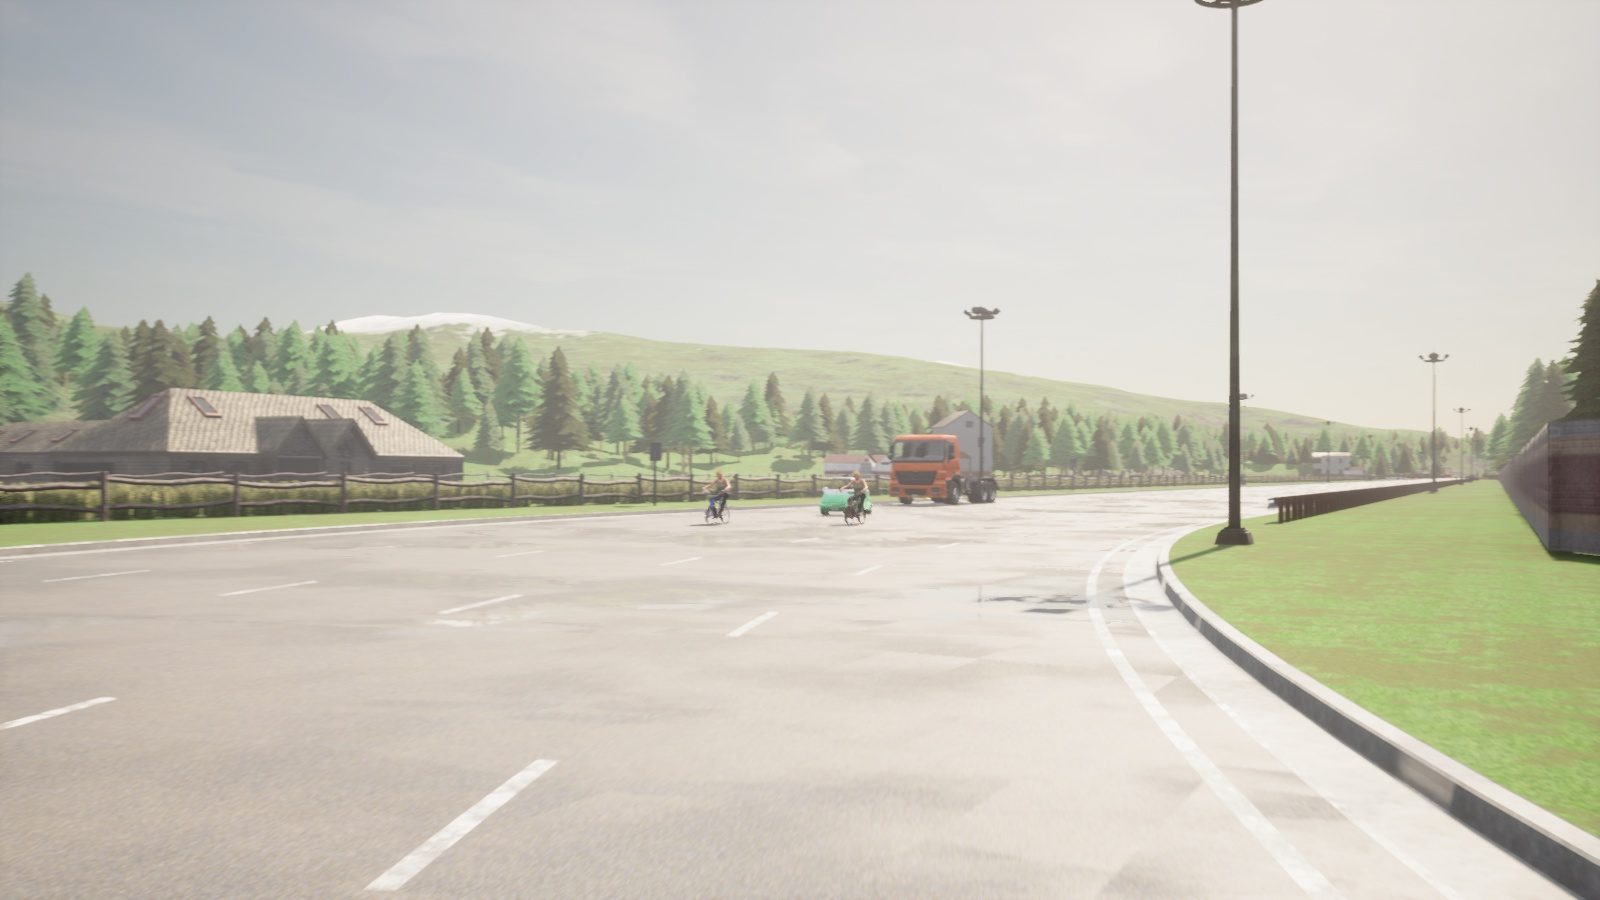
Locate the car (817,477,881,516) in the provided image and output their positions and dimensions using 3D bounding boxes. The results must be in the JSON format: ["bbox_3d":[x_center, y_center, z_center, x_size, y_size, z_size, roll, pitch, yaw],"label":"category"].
[{"bbox_3d":[1.791,1.655,45.081,1.481,1.376,2.207,-1,-1,28],"label":"car"}]

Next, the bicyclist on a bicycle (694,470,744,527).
[{"bbox_3d":[-2.350,1.397,36.566,0.866,1.612,1.509,0,-1,24],"label":"bicyclist on a bicycle"}]

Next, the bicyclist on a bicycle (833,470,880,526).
[{"bbox_3d":[1.678,1.396,36.998,0.866,1.612,1.509,-1,-1,25],"label":"bicyclist on a bicycle"}]

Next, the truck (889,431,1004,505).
[{"bbox_3d":[7.416,0.912,62.498,2.891,3.462,7.936,-1,-1,29],"label":"truck"}]
